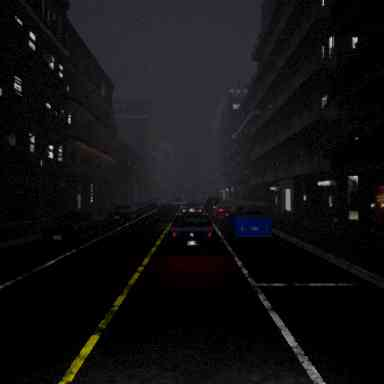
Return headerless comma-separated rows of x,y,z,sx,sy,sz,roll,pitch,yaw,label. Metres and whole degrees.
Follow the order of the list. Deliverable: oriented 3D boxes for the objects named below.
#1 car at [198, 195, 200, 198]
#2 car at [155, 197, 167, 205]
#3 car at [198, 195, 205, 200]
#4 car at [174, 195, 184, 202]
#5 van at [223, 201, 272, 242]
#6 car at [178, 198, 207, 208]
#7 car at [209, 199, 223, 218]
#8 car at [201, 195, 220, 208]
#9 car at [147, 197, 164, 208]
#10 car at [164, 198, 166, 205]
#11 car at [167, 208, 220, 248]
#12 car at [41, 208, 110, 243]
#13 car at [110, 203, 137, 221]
2.700,1.579,83.043,2.008,1.369,4.403,1,0,0,car
-5.680,1.601,60.798,1.802,1.307,4.206,1,0,0,car
2.701,1.559,94.355,1.752,1.417,4.829,1,0,0,car
-3.000,1.518,76.749,1.837,1.490,4.892,0,0,0,car
2.703,1.345,16.191,1.690,1.788,3.998,1,0,0,van
0.000,1.572,29.653,2.033,1.411,5.357,0,0,0,car
2.701,1.552,27.332,1.887,1.381,4.507,1,0,0,car
2.704,1.328,44.046,2.192,1.841,5.009,1,0,0,car
-5.680,1.559,49.657,1.887,1.381,4.507,1,0,0,car
-5.680,1.599,55.227,1.802,1.307,4.206,1,0,0,car
-0.001,1.620,14.682,1.895,1.301,4.718,0,0,0,car
-5.679,1.569,16.230,1.947,1.339,4.313,1,0,0,car
-5.680,1.573,27.372,1.947,1.339,4.313,1,0,0,car
